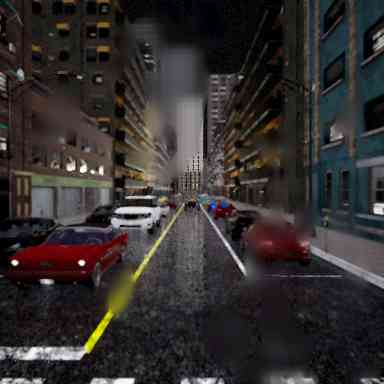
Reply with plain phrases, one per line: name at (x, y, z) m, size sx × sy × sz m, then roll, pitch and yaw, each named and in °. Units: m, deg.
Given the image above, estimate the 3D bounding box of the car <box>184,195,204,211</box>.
car at (-0.005, 1.513, 40.327) m, size 2.128 × 1.511 × 4.902 m, roll 0°, pitch 0°, yaw 0°

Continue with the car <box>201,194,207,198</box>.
car at (2.678, 1.559, 55.645) m, size 1.752 × 1.417 × 4.829 m, roll -1°, pitch 0°, yaw 0°

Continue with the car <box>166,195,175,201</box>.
car at (-5.706, 1.614, 88.628) m, size 1.887 × 1.381 × 4.507 m, roll 0°, pitch 0°, yaw 0°

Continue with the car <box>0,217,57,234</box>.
car at (-5.699, 1.570, 11.299) m, size 1.947 × 1.339 × 4.313 m, roll 0°, pitch 0°, yaw 0°

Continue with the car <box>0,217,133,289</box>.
car at (-3.094, 1.604, 9.298) m, size 1.895 × 1.301 × 4.718 m, roll 0°, pitch 0°, yaw 0°

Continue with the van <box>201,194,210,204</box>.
van at (2.675, 1.386, 66.523) m, size 1.690 × 1.788 × 3.998 m, roll -1°, pitch 0°, yaw 0°

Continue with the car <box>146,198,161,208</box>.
car at (-5.702, 1.611, 49.964) m, size 1.802 × 1.307 × 4.206 m, roll 0°, pitch 0°, yaw 0°

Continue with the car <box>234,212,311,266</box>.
car at (2.683, 1.586, 11.288) m, size 1.802 × 1.307 × 4.206 m, roll 0°, pitch 0°, yaw 0°

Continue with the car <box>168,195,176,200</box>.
car at (-5.706, 1.621, 94.152) m, size 1.887 × 1.381 × 4.507 m, roll -1°, pitch 0°, yaw 0°

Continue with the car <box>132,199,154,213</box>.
car at (-5.701, 1.565, 38.917) m, size 1.887 × 1.381 × 4.507 m, roll 0°, pitch 0°, yaw 0°

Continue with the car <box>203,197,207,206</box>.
car at (2.680, 1.586, 38.906) m, size 1.947 × 1.339 × 4.313 m, roll 0°, pitch 0°, yaw 0°

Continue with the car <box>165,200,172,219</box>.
car at (-3.077, 1.615, 29.619) m, size 1.895 × 1.301 × 4.718 m, roll 0°, pitch 0°, yaw 0°

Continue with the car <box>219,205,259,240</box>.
car at (2.682, 1.572, 16.812) m, size 1.947 × 1.339 × 4.313 m, roll 0°, pitch 0°, yaw 0°

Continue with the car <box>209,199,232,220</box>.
car at (2.681, 1.557, 27.858) m, size 1.887 × 1.381 × 4.507 m, roll 0°, pitch 0°, yaw 0°

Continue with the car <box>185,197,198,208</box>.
car at (-0.005, 1.507, 50.768) m, size 1.882 × 1.535 × 5.008 m, roll 0°, pitch 0°, yaw 0°

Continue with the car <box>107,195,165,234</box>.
car at (-3.088, 1.231, 19.574) m, size 2.150 × 2.045 × 5.566 m, roll 0°, pitch 0°, yaw 0°

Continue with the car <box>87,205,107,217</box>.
car at (-5.700, 1.575, 22.347) m, size 1.947 × 1.339 × 4.313 m, roll 0°, pitch 0°, yaw 0°

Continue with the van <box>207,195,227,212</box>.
van at (2.679, 1.357, 33.382) m, size 1.690 × 1.788 × 3.998 m, roll 0°, pitch 0°, yaw 0°

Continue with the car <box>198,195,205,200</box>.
car at (2.675, 1.626, 94.139) m, size 2.008 × 1.369 × 4.403 m, roll -1°, pitch 0°, yaw 0°

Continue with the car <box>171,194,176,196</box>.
car at (-5.705, 1.629, 83.104) m, size 1.947 × 1.339 × 4.313 m, roll 0°, pitch 0°, yaw 0°

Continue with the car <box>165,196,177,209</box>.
car at (-3.004, 1.633, 44.887) m, size 1.895 × 1.301 × 4.718 m, roll 0°, pitch 0°, yaw 0°

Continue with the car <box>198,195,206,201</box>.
car at (2.675, 1.620, 88.616) m, size 2.008 × 1.369 × 4.403 m, roll -1°, pitch 0°, yaw 0°
